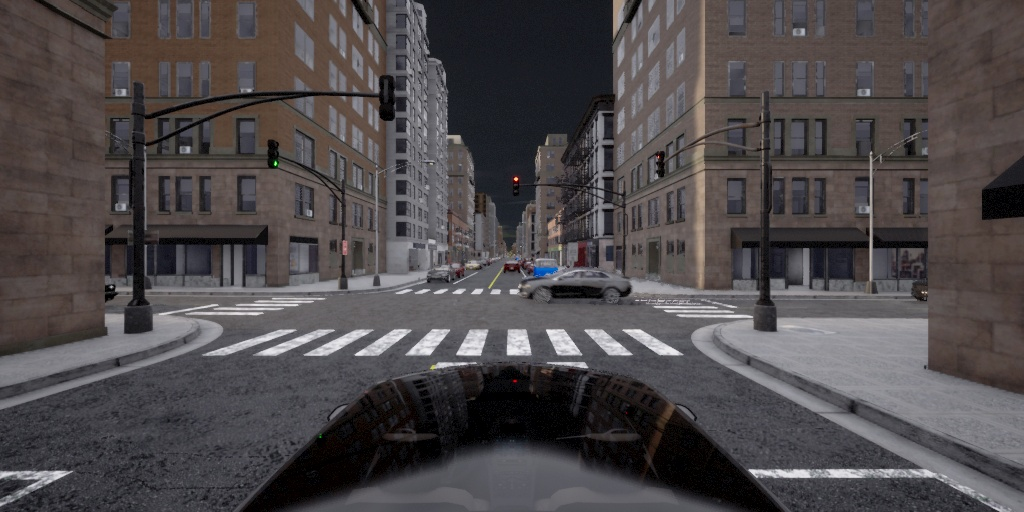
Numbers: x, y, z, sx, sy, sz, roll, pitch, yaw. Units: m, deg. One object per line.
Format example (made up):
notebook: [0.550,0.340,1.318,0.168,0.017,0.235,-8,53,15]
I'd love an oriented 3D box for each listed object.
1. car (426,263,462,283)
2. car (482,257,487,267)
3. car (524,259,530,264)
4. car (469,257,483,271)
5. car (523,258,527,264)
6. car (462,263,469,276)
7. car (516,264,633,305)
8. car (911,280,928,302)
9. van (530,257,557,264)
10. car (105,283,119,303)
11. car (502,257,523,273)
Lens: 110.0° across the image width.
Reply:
car: [-5.446,1.299,27.906,2.007,1.370,4.403,0,0,0]
car: [-5.509,1.306,56.316,1.948,1.339,4.313,0,0,0]
car: [2.554,1.330,39.295,1.802,1.307,4.207,0,0,0]
car: [-5.496,1.269,50.464,1.751,1.417,4.829,0,0,0]
car: [2.528,1.326,50.658,1.802,1.307,4.207,0,0,0]
car: [-5.459,1.293,33.587,1.888,1.381,4.507,0,0,0]
car: [2.756,1.267,15.757,4.902,1.511,2.128,1,0,0]
car: [20.719,1.361,15.823,5.008,1.535,1.882,1,0,0]
van: [2.579,1.089,27.932,1.690,1.789,3.998,0,0,0]
car: [-17.228,1.254,12.730,4.718,1.301,1.895,0,0,-2]
car: [-0.006,1.224,44.019,1.882,1.535,5.008,0,0,0]
